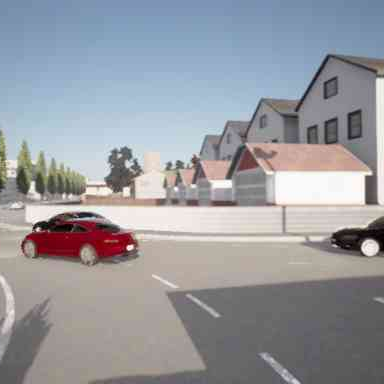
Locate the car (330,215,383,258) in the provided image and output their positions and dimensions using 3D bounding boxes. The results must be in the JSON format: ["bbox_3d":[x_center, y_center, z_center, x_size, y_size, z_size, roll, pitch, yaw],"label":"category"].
[{"bbox_3d":[7.809,1.504,12.394,5.008,1.535,1.882,-1,-1,2],"label":"car"}]

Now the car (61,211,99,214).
[{"bbox_3d":[-6.183,1.728,17.145,4.892,1.490,1.837,-1,0,31],"label":"car"}]

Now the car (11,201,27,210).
[{"bbox_3d":[-30.044,2.373,58.038,1.812,1.442,4.674,-1,-1,-12],"label":"car"}]

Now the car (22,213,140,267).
[{"bbox_3d":[-4.033,1.678,11.953,4.674,1.442,1.812,-1,0,28],"label":"car"}]
